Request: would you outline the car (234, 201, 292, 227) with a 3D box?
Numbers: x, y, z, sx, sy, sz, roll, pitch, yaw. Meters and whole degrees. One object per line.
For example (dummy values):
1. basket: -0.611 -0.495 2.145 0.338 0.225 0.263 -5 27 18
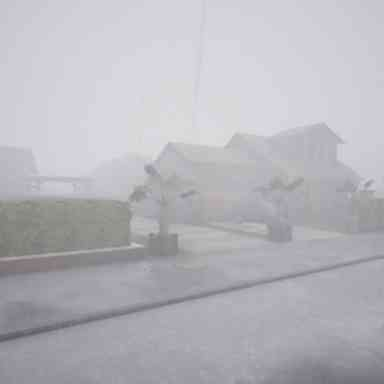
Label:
1. car: 4.366 1.333 20.576 1.845 1.501 3.633 1 0 -38
